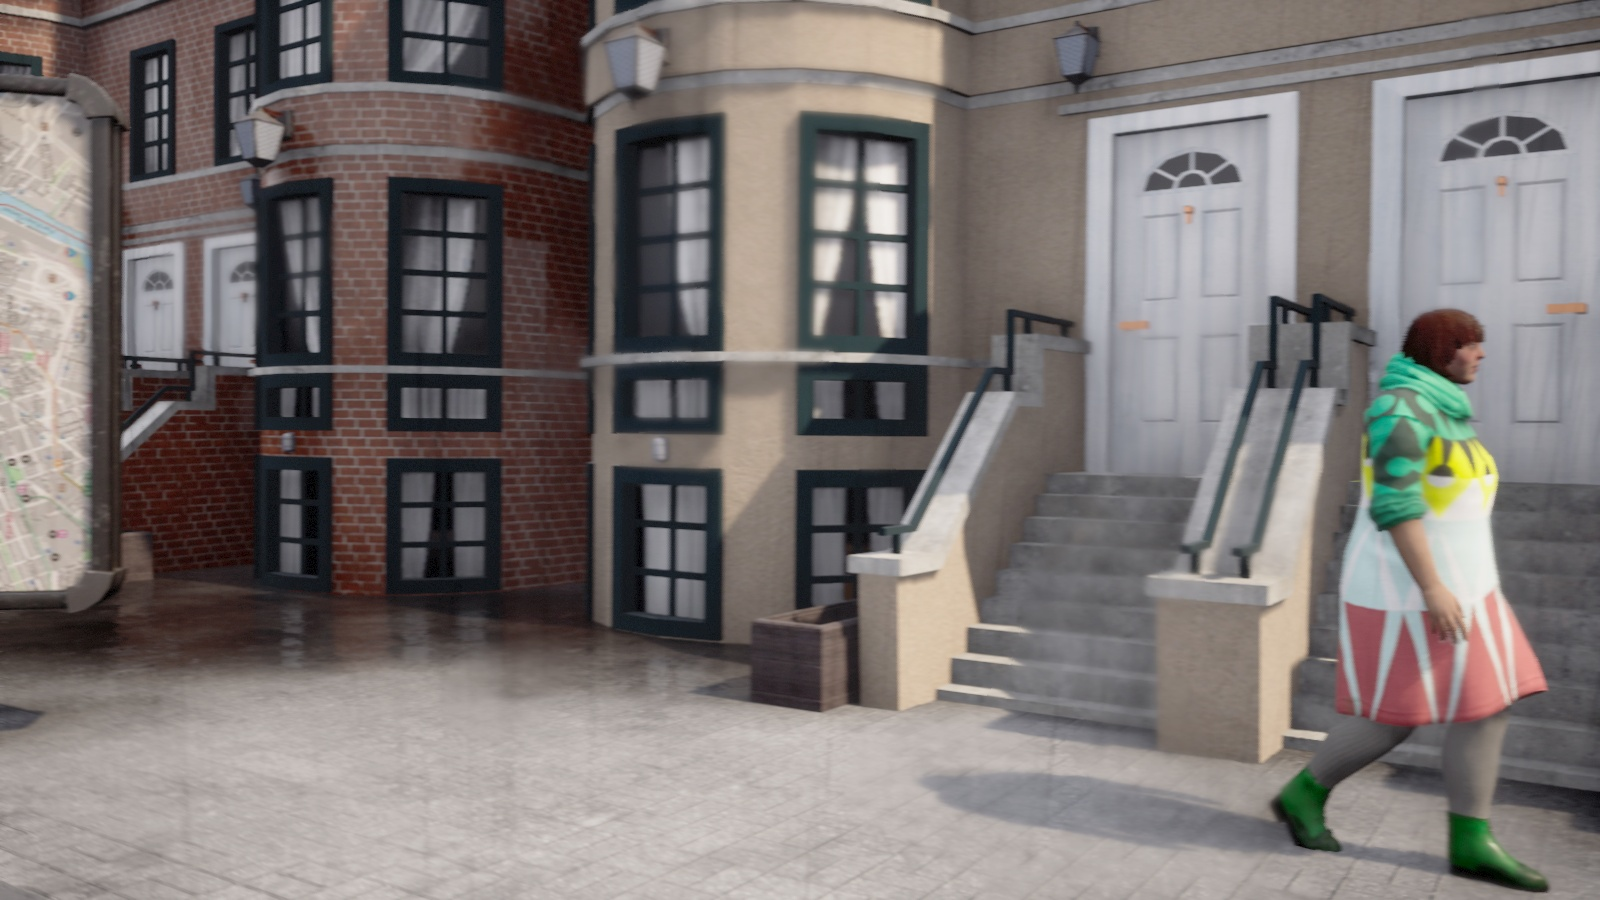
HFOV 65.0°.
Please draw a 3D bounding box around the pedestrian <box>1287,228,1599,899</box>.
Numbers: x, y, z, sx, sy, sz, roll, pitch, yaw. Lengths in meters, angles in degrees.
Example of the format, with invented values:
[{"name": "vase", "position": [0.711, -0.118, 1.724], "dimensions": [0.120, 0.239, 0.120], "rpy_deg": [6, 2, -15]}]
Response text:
[{"name": "pedestrian", "position": [2.110, 0.368, 3.955], "dimensions": [0.659, 1.952, 0.873], "rpy_deg": [-1, 1, -44]}]
